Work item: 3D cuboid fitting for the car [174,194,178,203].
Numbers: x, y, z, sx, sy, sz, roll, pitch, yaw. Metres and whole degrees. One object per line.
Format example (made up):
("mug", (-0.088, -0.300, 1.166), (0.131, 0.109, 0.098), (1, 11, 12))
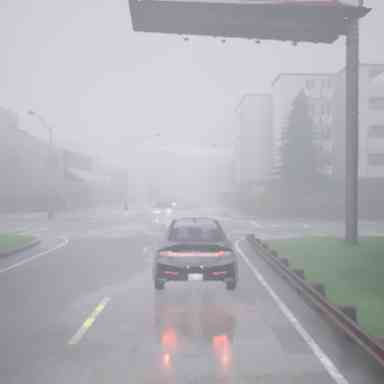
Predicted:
("car", (-3.548, 1.093, 59.749), (2.128, 1.511, 4.902), (0, 0, 0))

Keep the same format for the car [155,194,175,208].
("car", (-3.593, 1.314, 42.822), (1.895, 1.301, 4.718), (0, 0, 0))

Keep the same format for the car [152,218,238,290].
("car", (0.079, 1.431, 8.905), (2.128, 1.511, 4.902), (0, 0, 0))
